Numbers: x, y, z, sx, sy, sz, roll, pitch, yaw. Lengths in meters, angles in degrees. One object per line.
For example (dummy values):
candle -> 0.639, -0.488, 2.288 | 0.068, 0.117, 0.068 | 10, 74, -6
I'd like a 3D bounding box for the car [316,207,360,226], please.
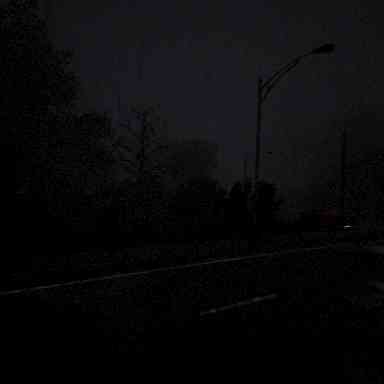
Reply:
car -> 13.258, 2.220, 31.242 | 1.882, 1.535, 5.008 | 3, -1, -23
